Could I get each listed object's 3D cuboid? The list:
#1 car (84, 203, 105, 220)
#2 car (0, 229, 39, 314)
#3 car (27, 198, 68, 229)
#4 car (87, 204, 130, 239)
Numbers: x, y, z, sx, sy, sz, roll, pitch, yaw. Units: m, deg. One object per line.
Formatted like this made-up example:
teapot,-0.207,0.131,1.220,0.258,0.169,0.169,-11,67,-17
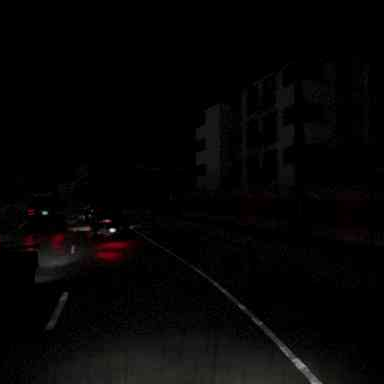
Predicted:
car,-7.790,1.674,27.492,2.128,1.511,4.902,0,0,-20
car,-4.225,1.657,5.985,1.895,1.301,4.718,0,0,-12
car,-9.744,1.393,22.564,2.150,2.045,5.566,0,0,-19
car,-4.615,1.623,18.388,1.837,1.490,4.892,0,0,-19
